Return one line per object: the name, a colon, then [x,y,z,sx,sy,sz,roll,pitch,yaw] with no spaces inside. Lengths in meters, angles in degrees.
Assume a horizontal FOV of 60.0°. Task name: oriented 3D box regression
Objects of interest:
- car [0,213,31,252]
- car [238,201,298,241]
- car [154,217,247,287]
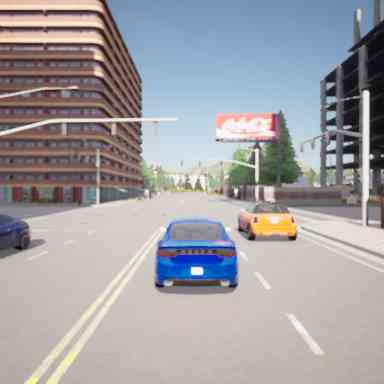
car: [-7.046,1.443,10.925,1.812,1.442,4.674,0,0,0]
car: [3.495,1.231,16.203,2.097,1.767,4.553,0,0,0]
car: [0.097,1.409,9.120,1.882,1.535,5.008,0,0,0]
